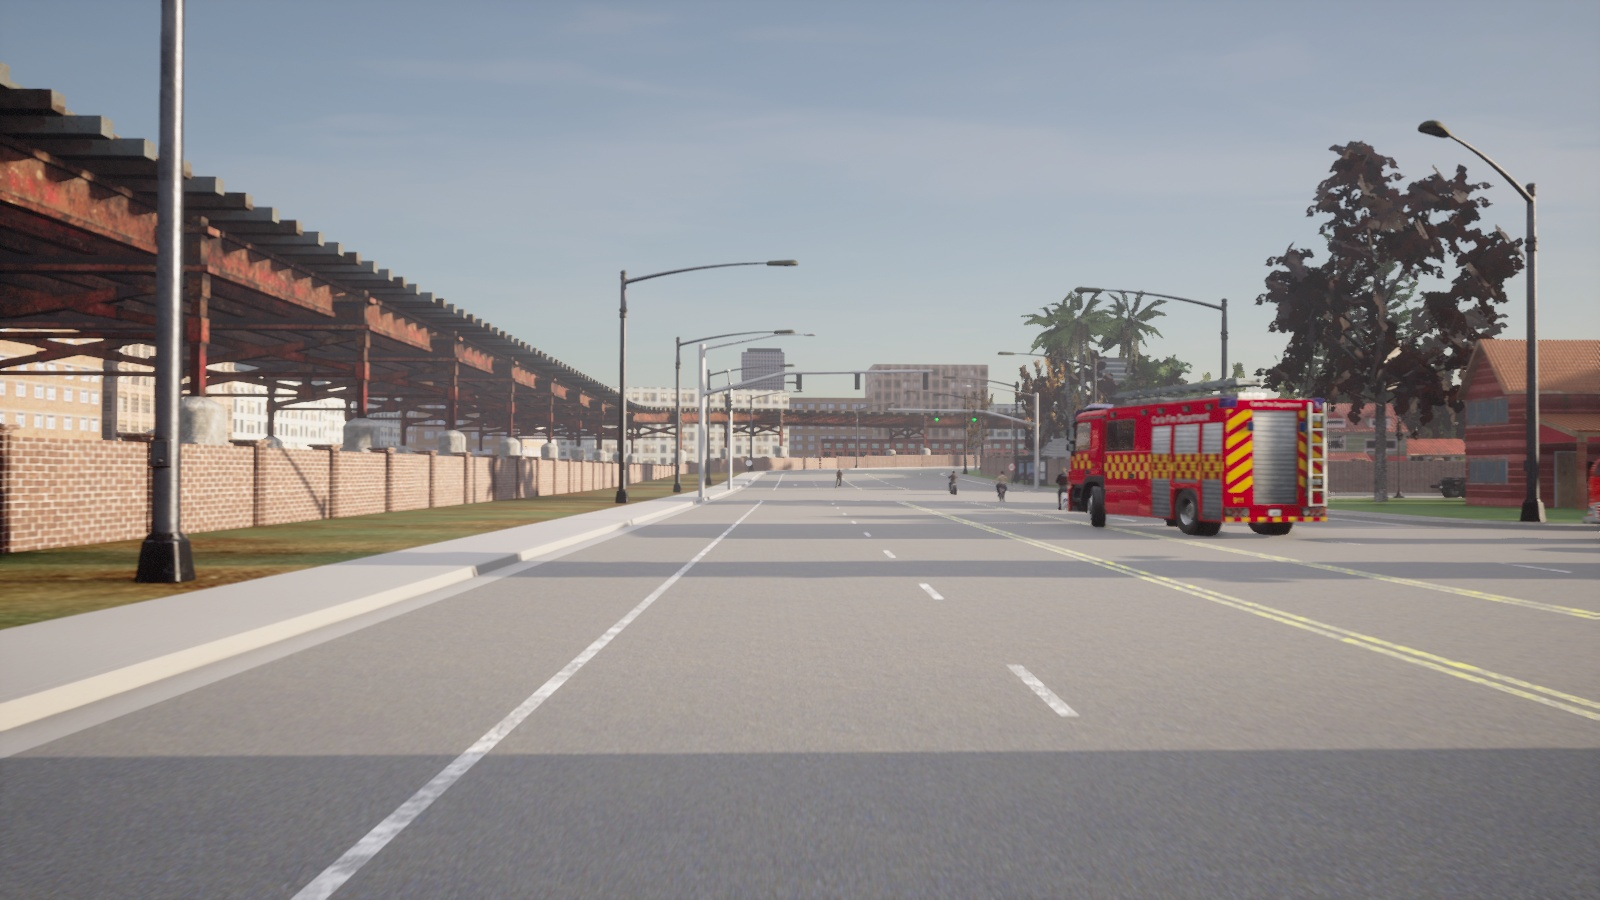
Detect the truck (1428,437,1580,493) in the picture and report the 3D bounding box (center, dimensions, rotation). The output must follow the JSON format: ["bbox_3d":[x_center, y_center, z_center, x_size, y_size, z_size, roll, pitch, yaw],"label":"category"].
[{"bbox_3d":[44.219,0.977,79.042,7.936,3.462,2.891,0,-1,-2],"label":"truck"}]

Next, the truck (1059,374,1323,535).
[{"bbox_3d":[10.274,0.183,34.289,2.891,3.827,8.468,0,-1,-14],"label":"truck"}]

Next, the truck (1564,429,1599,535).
[{"bbox_3d":[21.323,0.736,29.448,5.204,2.467,2.627,0,-1,-1],"label":"truck"}]
